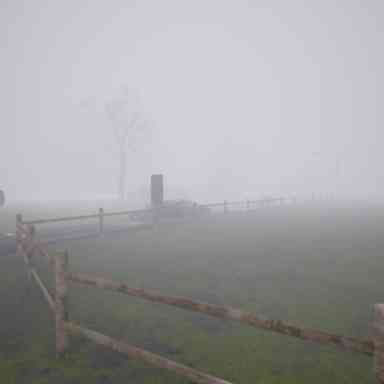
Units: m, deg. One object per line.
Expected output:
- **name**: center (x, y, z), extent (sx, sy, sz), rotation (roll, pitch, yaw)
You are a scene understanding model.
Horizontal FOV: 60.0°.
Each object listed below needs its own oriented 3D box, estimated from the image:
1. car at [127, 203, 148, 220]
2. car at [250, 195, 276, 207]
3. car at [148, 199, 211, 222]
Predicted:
- **car**: center (-2.542, 1.379, 25.888), extent (2.033, 1.411, 5.357), rotation (-2, 0, 35)
- **car**: center (9.128, 1.124, 42.600), extent (2.128, 1.511, 4.902), rotation (-2, 0, 35)
- **car**: center (-0.462, 1.263, 23.734), extent (2.128, 1.511, 4.902), rotation (-2, 0, 35)
